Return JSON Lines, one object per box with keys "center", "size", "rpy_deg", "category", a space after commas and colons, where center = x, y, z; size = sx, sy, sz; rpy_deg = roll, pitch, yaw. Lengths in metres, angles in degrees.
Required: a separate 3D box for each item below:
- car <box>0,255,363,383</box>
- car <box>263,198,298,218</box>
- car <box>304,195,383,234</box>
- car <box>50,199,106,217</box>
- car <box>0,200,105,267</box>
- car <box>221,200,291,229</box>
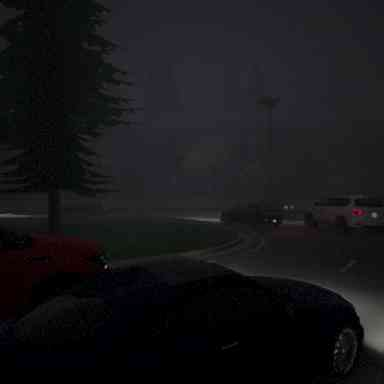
{"center": [0.049, 1.524, 3.776], "size": [4.674, 1.442, 1.812], "rpy_deg": [0, 0, -36], "category": "car"}
{"center": [6.683, 1.332, 28.717], "size": [2.097, 1.767, 4.553], "rpy_deg": [0, 0, -44], "category": "car"}
{"center": [8.640, 1.205, 19.196], "size": [2.150, 2.045, 5.566], "rpy_deg": [1, 0, -9], "category": "car"}
{"center": [-10.888, 1.484, 31.836], "size": [4.902, 1.511, 2.128], "rpy_deg": [0, 0, -19], "category": "car"}
{"center": [-4.058, 1.222, 5.154], "size": [5.566, 2.045, 2.150], "rpy_deg": [0, 0, -35], "category": "car"}
{"center": [3.733, 1.477, 21.718], "size": [2.128, 1.511, 4.902], "rpy_deg": [0, 0, -27], "category": "car"}
